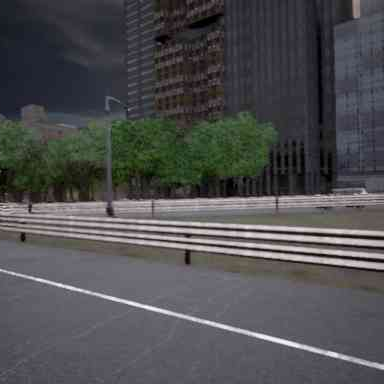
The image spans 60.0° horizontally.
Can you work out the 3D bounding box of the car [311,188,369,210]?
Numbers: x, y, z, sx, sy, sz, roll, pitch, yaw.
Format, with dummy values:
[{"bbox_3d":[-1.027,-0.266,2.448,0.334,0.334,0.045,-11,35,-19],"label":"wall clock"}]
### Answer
[{"bbox_3d":[14.809,0.699,33.373,5.566,2.045,2.150,-2,-1,-6],"label":"car"}]
